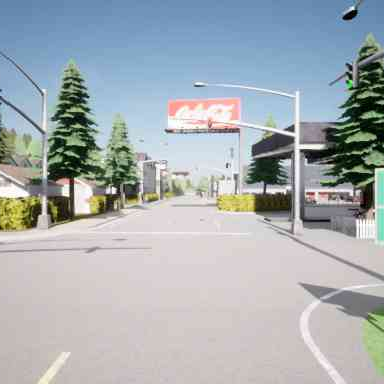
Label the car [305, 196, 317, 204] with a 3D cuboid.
[{"bbox_3d":[22.470,1.552,64.069,1.970,1.475,3.806,0,0,0],"label":"car"}]

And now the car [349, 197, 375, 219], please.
[{"bbox_3d":[14.356,1.504,24.998,3.866,1.878,1.905,0,0,0],"label":"car"}]

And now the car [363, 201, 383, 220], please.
[{"bbox_3d":[18.679,1.672,30.670,4.611,1.667,2.242,0,0,0],"label":"car"}]

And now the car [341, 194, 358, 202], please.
[{"bbox_3d":[34.870,1.489,71.866,2.007,1.523,4.514,0,0,0],"label":"car"}]
